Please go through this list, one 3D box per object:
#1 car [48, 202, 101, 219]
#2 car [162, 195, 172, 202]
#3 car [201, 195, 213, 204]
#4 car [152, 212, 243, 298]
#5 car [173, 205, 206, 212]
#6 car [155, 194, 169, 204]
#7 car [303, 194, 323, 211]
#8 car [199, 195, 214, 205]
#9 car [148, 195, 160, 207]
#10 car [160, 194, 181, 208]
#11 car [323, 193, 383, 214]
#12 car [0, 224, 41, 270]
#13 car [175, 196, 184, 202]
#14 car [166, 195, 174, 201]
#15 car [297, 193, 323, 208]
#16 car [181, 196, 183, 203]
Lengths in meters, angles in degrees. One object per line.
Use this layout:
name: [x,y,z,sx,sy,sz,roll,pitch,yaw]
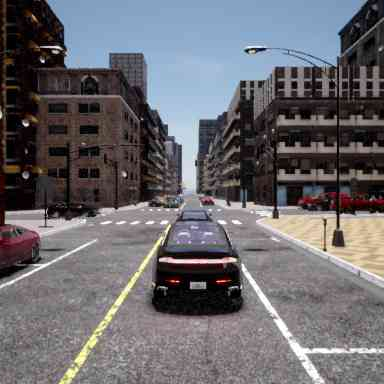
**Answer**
car: [-10.983,1.689,31.238,4.892,1.490,1.837,-1,0,7]
car: [-5.613,1.471,74.031,1.967,1.590,4.097,0,0,0]
car: [2.755,1.462,62.659,1.967,1.590,4.097,0,0,0]
car: [0.111,1.491,8.484,2.128,1.511,4.902,0,0,0]
car: [0.116,1.565,17.099,1.994,1.385,4.181,0,0,0]
car: [-5.626,1.337,62.666,2.192,1.841,5.009,0,0,0]
car: [14.603,1.230,35.024,4.674,1.442,1.812,-1,0,0]
car: [2.748,1.458,56.976,1.967,1.590,4.097,0,0,0]
car: [-5.637,1.581,51.301,1.947,1.339,4.313,0,0,0]
car: [-3.015,1.365,48.248,2.097,1.767,4.553,0,0,0]
car: [14.724,1.029,29.217,5.009,1.841,2.192,-1,1,0]
car: [-5.732,1.582,9.277,1.802,1.307,4.206,0,0,0]
car: [-2.917,1.572,79.118,2.033,1.411,5.357,0,0,0]
car: [-5.601,1.481,85.396,1.967,1.590,4.097,0,0,0]
car: [14.598,1.015,37.595,5.009,1.841,2.192,-1,1,0]
car: [-3.019,1.620,58.181,1.895,1.301,4.718,0,0,0]
